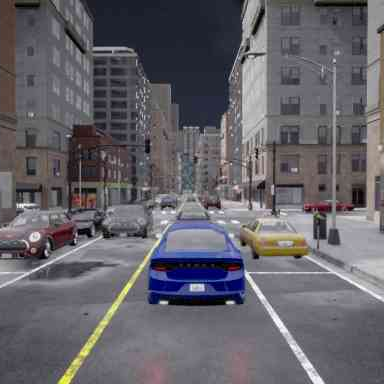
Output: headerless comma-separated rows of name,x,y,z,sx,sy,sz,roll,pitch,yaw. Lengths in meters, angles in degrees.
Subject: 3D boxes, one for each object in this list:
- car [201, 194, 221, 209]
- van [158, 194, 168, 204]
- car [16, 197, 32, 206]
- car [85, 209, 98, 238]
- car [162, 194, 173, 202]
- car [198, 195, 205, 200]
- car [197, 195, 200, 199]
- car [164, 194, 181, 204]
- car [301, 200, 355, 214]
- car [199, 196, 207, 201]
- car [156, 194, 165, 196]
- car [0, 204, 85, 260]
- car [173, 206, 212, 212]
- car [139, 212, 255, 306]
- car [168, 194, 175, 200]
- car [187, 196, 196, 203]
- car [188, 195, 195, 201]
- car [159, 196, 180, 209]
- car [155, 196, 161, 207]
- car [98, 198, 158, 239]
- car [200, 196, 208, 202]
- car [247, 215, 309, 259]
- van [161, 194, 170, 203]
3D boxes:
car,2.775,1.350,44.598,2.192,1.841,5.009,-1,0,0
van,-5.785,1.398,66.929,1.690,1.788,3.998,-1,0,0
car,-16.460,1.393,29.504,5.566,2.045,2.150,0,1,0
car,-5.705,1.571,17.712,1.947,1.339,4.313,-1,0,0
car,-5.803,1.379,78.101,2.192,1.841,5.009,-1,0,0
car,2.711,1.623,94.871,2.008,1.369,4.403,-1,0,0
car,2.745,1.372,66.942,2.192,1.841,5.009,-1,0,0
car,-3.175,1.552,55.229,1.837,1.490,4.892,0,0,0
car,13.307,1.458,32.857,4.718,1.301,1.895,-1,1,-1
car,2.726,1.633,83.699,1.947,1.339,4.313,-1,0,0
car,-5.765,1.572,55.587,1.752,1.417,4.829,-1,0,0
car,-5.697,1.442,12.215,1.967,1.590,4.097,-1,0,0
car,0.073,1.605,17.498,1.895,1.301,4.718,0,0,0
car,0.084,1.478,8.135,1.882,1.535,5.008,0,0,0
car,-5.828,1.513,94.857,1.967,1.590,4.097,-1,0,0
car,-0.117,1.579,74.028,2.128,1.511,4.902,0,0,0
car,-0.134,1.537,84.480,1.895,1.301,4.718,0,0,0
car,-3.167,1.584,45.331,2.033,1.411,5.357,0,0,0
car,-5.748,1.601,44.585,1.947,1.339,4.313,-1,0,0
car,-3.161,1.356,17.300,2.097,1.767,4.553,0,0,-2
car,2.733,1.590,78.284,1.752,1.417,4.829,-1,0,0
car,2.828,1.527,12.400,1.752,1.417,4.829,-1,0,0
van,-5.794,1.402,72.515,1.690,1.788,3.998,-1,0,0
